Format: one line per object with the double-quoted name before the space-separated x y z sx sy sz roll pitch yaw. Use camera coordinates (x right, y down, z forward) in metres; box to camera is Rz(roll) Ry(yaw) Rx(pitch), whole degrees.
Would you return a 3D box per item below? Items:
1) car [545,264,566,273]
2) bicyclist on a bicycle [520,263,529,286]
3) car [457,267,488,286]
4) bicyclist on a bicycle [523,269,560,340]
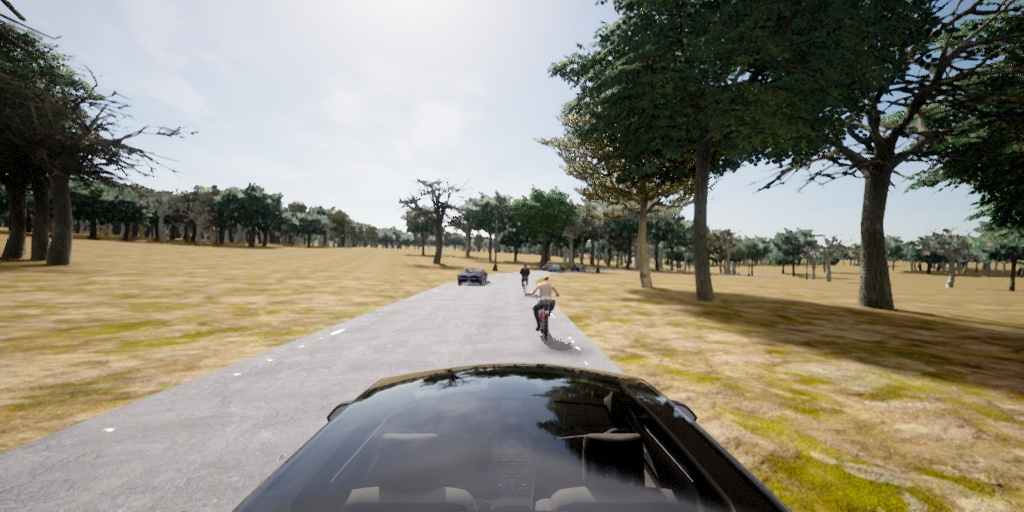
"car" 7.911 2.191 62.316 2.033 1.411 5.357 1 -1 23
"bicyclist on a bicycle" 0.724 1.285 20.391 0.659 1.776 1.843 2 0 0
"car" -3.066 1.576 28.375 1.895 1.301 4.718 1 -1 3
"bicyclist on a bicycle" 0.823 1.227 9.143 0.866 1.612 1.509 2 -1 -1
